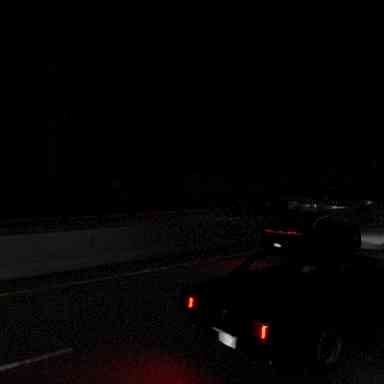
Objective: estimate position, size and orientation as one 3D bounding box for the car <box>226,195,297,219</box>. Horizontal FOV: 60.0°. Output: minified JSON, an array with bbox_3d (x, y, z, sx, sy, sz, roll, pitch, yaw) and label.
[{"bbox_3d":[4.586,1.281,22.379,2.150,2.045,5.566,0,0,43],"label":"car"}]

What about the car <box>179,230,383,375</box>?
[{"bbox_3d":[2.185,1.610,5.659,4.718,1.301,1.895,0,0,-39],"label":"car"}]

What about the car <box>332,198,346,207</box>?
[{"bbox_3d":[25.819,1.778,58.586,1.837,1.490,4.892,0,0,18],"label":"car"}]

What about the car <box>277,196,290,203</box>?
[{"bbox_3d":[22.827,1.859,83.092,2.097,1.767,4.553,0,-1,3],"label":"car"}]

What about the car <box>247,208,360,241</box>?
[{"bbox_3d":[4.536,1.516,12.326,4.902,1.511,2.128,0,0,-42],"label":"car"}]

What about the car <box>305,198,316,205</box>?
[{"bbox_3d":[25.070,1.917,70.367,1.812,1.442,4.674,0,-1,12],"label":"car"}]

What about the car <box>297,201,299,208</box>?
[{"bbox_3d":[8.699,1.327,32.694,2.150,2.045,5.566,0,0,36],"label":"car"}]
